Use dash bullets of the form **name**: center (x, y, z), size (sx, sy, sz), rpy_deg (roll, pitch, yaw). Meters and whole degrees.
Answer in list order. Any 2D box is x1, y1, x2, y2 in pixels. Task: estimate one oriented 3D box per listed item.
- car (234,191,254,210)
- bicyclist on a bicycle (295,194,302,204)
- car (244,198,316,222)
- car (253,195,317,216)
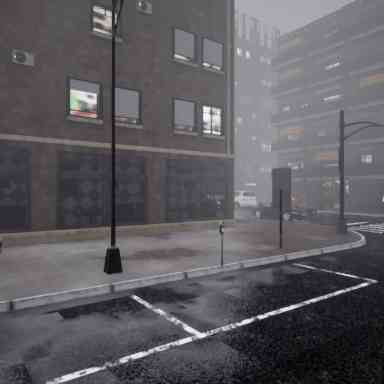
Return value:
- **car**: center (4.538, 0.866, 36.487), size (2.150, 2.045, 5.566), rpy_deg (0, 1, -36)
- **bicyclist on a bicycle**: center (11.563, 1.011, 36.223), size (1.656, 1.620, 0.582), rpy_deg (0, 1, -36)
- **car**: center (6.302, 1.342, 24.208), size (2.008, 1.369, 4.403), rpy_deg (1, 0, -36)
- **car**: center (7.604, 1.252, 26.804), size (1.882, 1.535, 5.008), rpy_deg (0, 1, -36)
